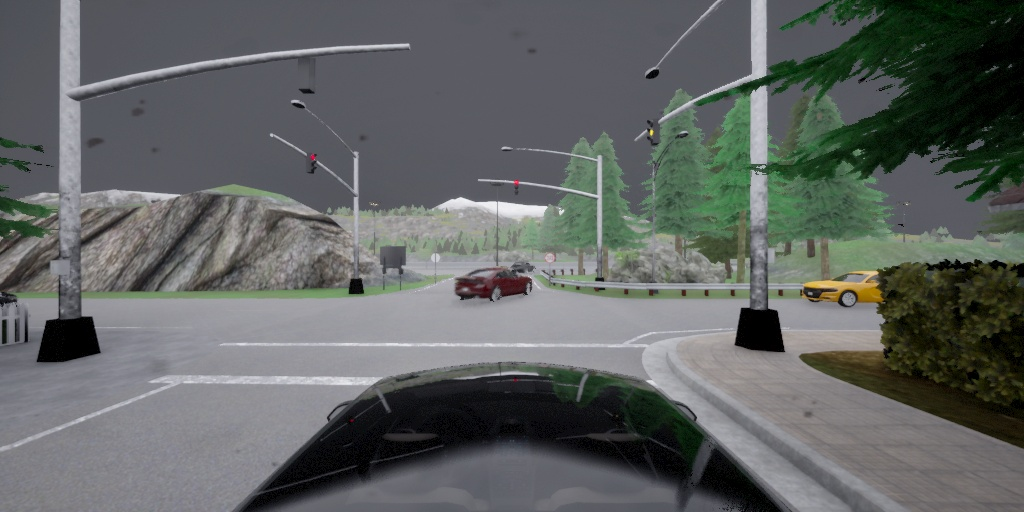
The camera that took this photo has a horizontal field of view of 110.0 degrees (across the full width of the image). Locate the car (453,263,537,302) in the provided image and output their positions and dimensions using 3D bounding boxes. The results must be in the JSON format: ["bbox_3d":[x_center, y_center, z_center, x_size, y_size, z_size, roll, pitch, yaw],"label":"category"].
[{"bbox_3d":[-0.783,1.311,17.767,1.882,1.535,5.008,1,1,31],"label":"car"}]

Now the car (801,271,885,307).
[{"bbox_3d":[15.957,1.425,16.166,5.008,1.535,1.882,0,0,0],"label":"car"}]

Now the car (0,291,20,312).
[{"bbox_3d":[-21.042,1.493,12.648,5.357,1.411,2.033,0,0,0],"label":"car"}]
